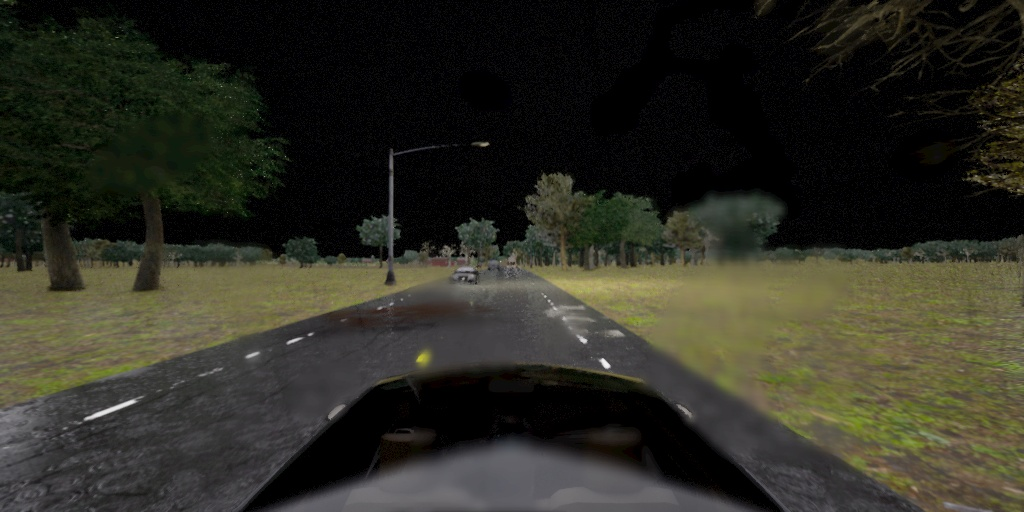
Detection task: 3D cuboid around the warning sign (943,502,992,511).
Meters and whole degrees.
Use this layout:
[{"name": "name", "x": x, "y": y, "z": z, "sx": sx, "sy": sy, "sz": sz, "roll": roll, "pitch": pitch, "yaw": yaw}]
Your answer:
[{"name": "warning sign", "x": 3.550, "y": 0.868, "z": 2.060, "sx": 1.300, "sy": 1.860, "sz": 1.060, "roll": 0, "pitch": 0, "yaw": 0}]

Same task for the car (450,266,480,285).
[{"name": "car", "x": -3.612, "y": 1.523, "z": 28.485, "sx": 1.994, "sy": 1.385, "sz": 4.181, "roll": 0, "pitch": -1, "yaw": 0}]
